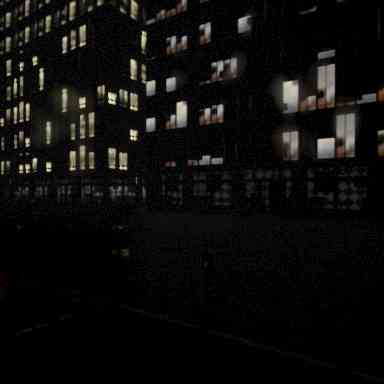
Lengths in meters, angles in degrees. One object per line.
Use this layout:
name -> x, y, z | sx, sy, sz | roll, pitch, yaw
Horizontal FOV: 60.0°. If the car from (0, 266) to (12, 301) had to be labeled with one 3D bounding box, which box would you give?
car -> -5.579, 1.526, 6.870 | 4.829, 1.417, 1.752 | 0, 0, 36
